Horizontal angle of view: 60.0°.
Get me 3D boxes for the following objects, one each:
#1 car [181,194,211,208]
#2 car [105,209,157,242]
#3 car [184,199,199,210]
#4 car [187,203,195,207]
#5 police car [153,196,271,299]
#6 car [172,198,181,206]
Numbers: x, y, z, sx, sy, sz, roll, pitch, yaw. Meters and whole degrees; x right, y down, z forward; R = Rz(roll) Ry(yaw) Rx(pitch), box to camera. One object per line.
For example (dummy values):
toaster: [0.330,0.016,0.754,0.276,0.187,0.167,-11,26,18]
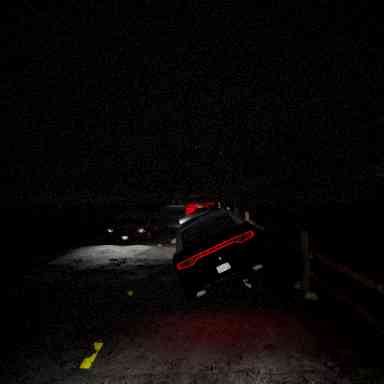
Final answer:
car: [0.687,1.239,24.495,2.150,2.045,5.566,-3,-2,3]
car: [-2.872,1.584,16.912,2.033,1.411,5.357,0,0,0]
car: [-0.055,1.731,46.487,2.033,1.411,5.357,0,0,0]
car: [0.799,1.569,18.552,1.812,1.442,4.674,0,0,0]
police car: [0.488,1.210,8.672,1.930,1.638,5.238,-25,0,0]
car: [-2.846,1.871,64.744,1.837,1.490,4.892,0,-1,0]
